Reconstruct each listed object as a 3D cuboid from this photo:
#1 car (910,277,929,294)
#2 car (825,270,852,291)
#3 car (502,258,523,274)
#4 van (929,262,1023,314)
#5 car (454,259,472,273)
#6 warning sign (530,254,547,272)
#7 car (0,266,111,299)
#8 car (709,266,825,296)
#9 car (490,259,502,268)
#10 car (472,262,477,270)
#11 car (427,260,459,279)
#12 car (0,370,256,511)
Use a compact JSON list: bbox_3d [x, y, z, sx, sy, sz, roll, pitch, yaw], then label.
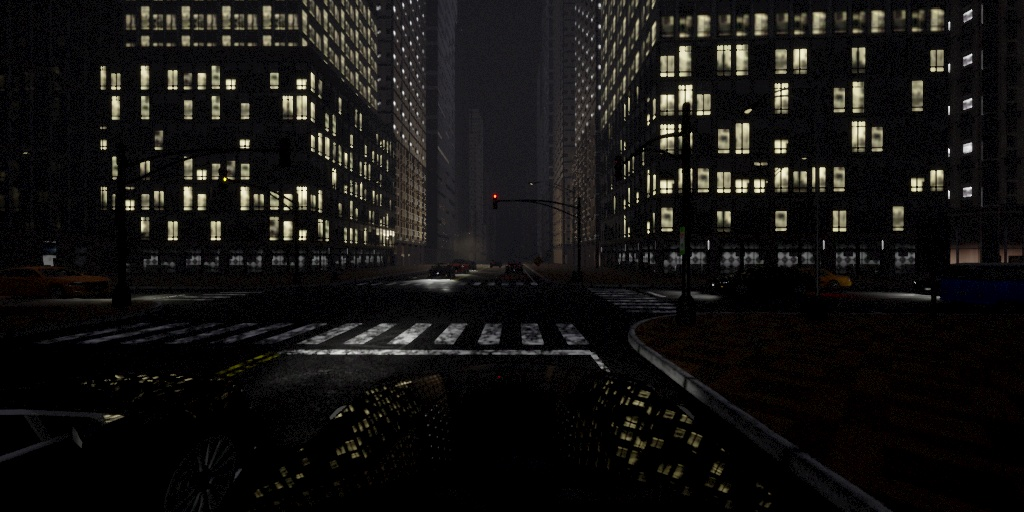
[{"bbox_3d":[24.097,1.324,18.417,5.357,1.411,2.033,0,0,2],"label":"car"},{"bbox_3d":[17.166,1.295,21.295,4.829,1.417,1.751,0,0,2],"label":"car"},{"bbox_3d":[0.252,1.289,41.015,2.128,1.511,4.902,0,0,0],"label":"car"},{"bbox_3d":[18.403,1.120,13.118,3.998,1.789,1.690,0,0,2],"label":"van"},{"bbox_3d":[-6.430,1.154,43.342,2.097,1.767,4.553,0,0,0],"label":"car"},{"bbox_3d":[3.011,0.912,41.340,1.300,1.860,1.060,0,0,0],"label":"warning sign"},{"bbox_3d":[-22.322,1.237,17.166,5.008,1.535,1.882,0,0,0],"label":"car"},{"bbox_3d":[13.055,1.274,18.861,4.892,1.490,1.837,0,0,2],"label":"car"},{"bbox_3d":[-2.896,1.369,63.777,1.837,1.490,4.892,0,0,0],"label":"car"},{"bbox_3d":[-6.383,1.377,53.839,2.033,1.411,5.357,0,0,0],"label":"car"},{"bbox_3d":[-6.471,1.345,33.345,1.994,1.385,4.181,0,0,0],"label":"car"},{"bbox_3d":[-3.154,1.241,1.148,2.128,1.511,4.902,0,0,0],"label":"car"}]
